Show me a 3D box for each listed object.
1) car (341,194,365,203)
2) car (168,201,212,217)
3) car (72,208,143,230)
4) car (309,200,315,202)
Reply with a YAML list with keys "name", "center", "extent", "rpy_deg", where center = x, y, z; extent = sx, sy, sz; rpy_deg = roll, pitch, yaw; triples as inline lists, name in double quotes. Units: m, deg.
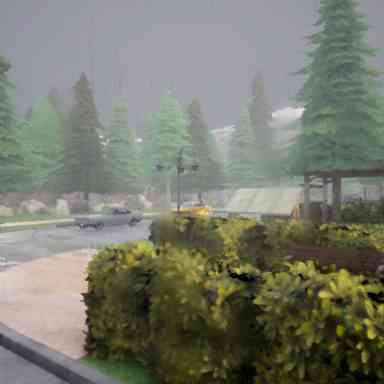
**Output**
- name: "car"
  center: [24.905, 1.375, 52.032]
  extent: [5.566, 2.045, 2.150]
  rpy_deg: [0, 0, -40]
- name: "car"
  center: [-0.132, 1.631, 30.227]
  extent: [1.882, 1.535, 5.008]
  rpy_deg: [0, 0, 36]
- name: "car"
  center: [-5.636, 1.755, 22.623]
  extent: [1.895, 1.301, 4.718]
  rpy_deg: [0, 0, 36]
- name: "car"
  center: [15.979, 1.755, 43.890]
  extent: [1.895, 1.301, 4.718]
  rpy_deg: [0, 0, 45]
